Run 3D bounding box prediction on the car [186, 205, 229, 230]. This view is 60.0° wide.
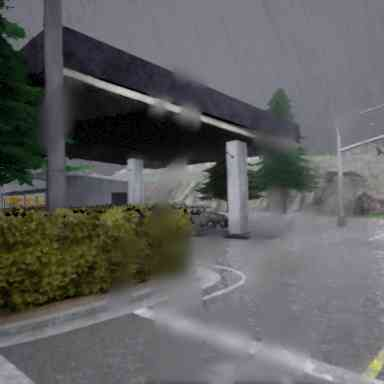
[{"bbox_3d":[1.033,1.965,26.232,3.866,1.878,1.905,-3,-2,43],"label":"car"}]
